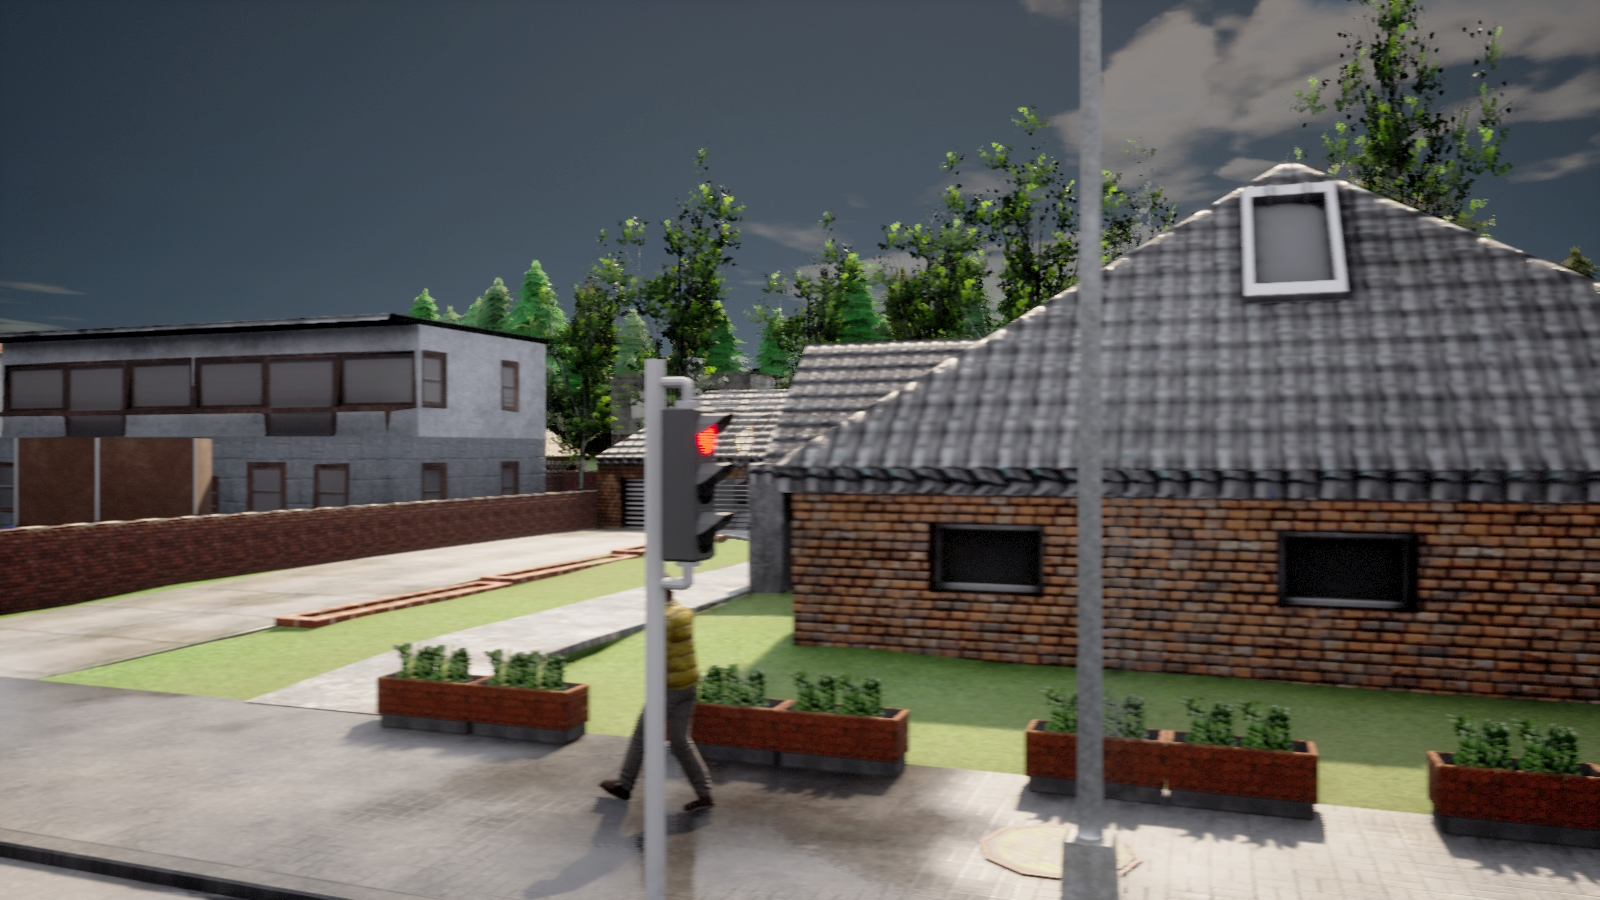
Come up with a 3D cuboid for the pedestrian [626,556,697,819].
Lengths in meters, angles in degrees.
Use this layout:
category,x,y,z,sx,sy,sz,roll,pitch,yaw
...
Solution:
category,x,y,z,sx,sy,sz,roll,pitch,yaw
pedestrian,-1.032,1.743,8.529,0.375,1.860,0.375,0,0,29
